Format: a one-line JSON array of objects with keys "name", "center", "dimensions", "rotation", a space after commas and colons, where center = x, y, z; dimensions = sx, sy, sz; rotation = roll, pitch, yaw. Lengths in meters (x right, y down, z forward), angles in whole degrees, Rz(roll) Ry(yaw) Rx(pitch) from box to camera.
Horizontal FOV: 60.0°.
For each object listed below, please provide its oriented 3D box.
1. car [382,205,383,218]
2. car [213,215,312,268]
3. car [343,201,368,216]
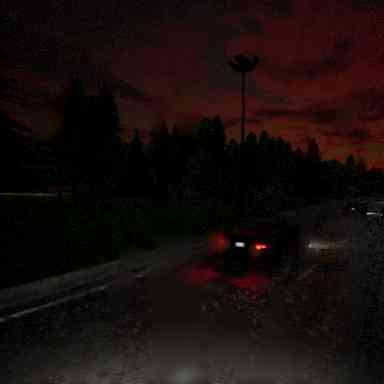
[{"name": "car", "center": [18.412, 1.671, 30.157], "dimensions": [1.994, 1.385, 4.181], "rotation": [1, 1, 32]}, {"name": "car", "center": [2.623, 1.512, 11.341], "dimensions": [2.033, 1.411, 5.357], "rotation": [1, 0, 31]}, {"name": "car", "center": [16.726, 1.615, 34.042], "dimensions": [1.994, 1.385, 4.181], "rotation": [1, 1, 32]}]
